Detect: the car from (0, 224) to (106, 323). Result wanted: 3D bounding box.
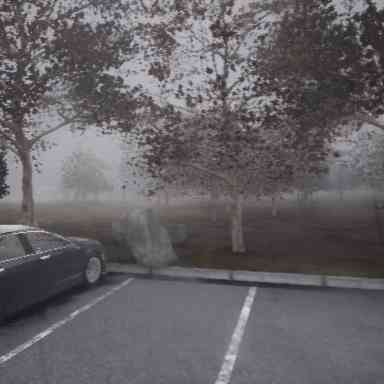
[{"bbox_3d":[-3.395,1.325,5.988,2.231,1.521,4.892,0,2,16],"label":"car"}]
